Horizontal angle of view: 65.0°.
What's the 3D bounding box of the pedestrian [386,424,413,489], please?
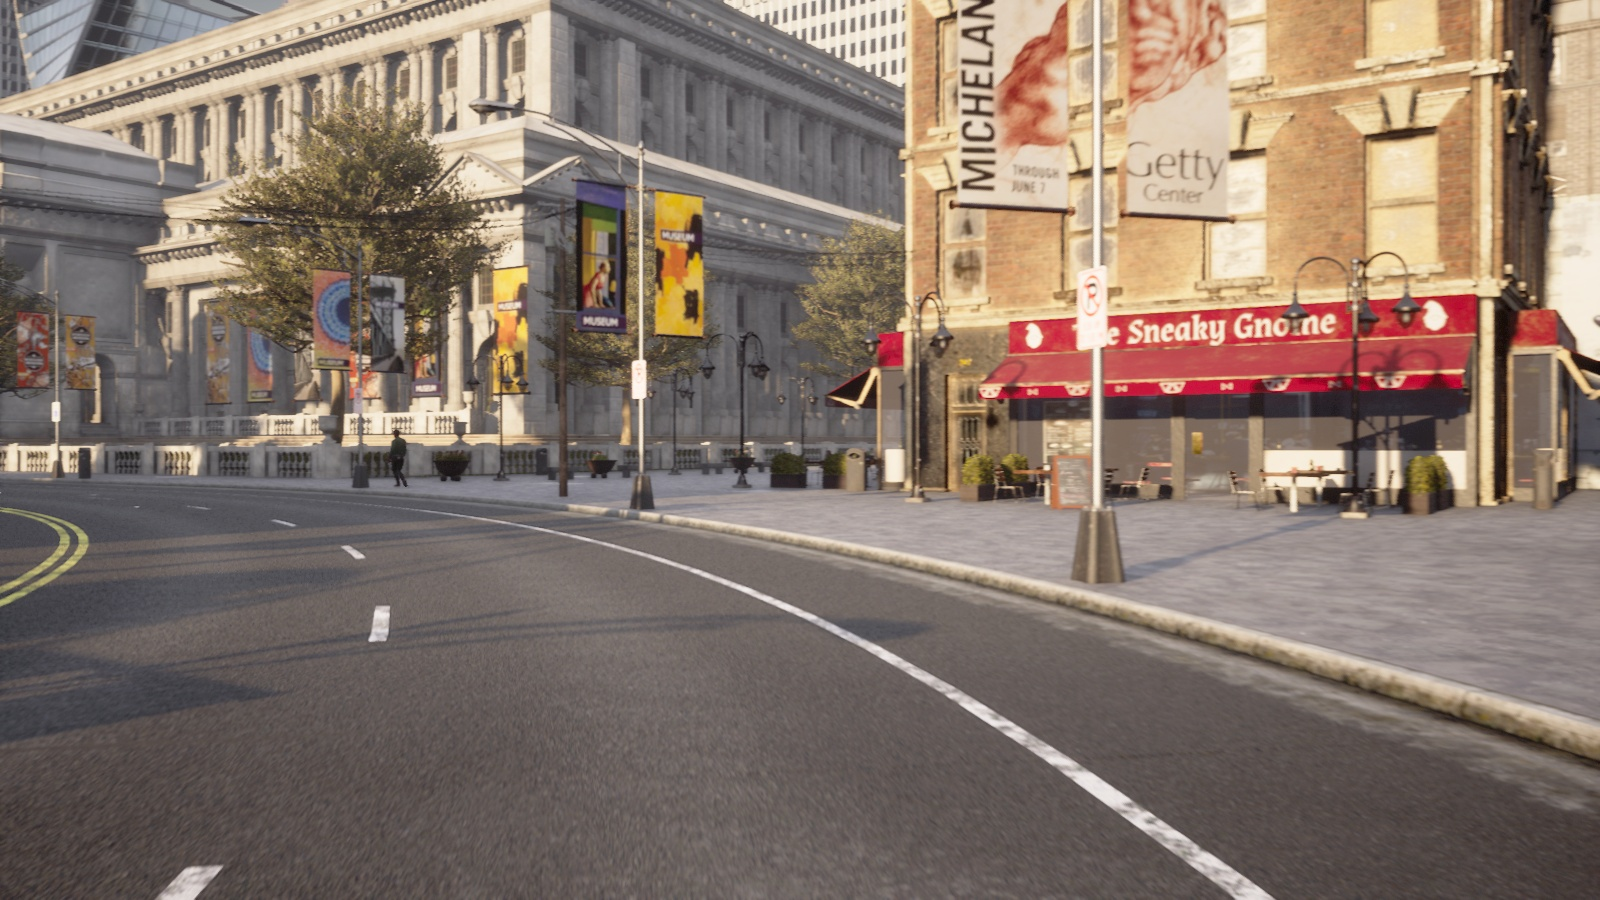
[{"bbox_3d":[-12.187,0.190,38.190,0.788,1.949,0.423,0,0,40],"label":"pedestrian"}]
